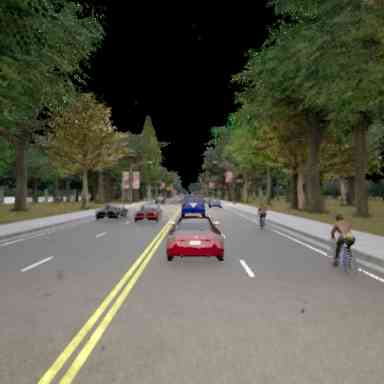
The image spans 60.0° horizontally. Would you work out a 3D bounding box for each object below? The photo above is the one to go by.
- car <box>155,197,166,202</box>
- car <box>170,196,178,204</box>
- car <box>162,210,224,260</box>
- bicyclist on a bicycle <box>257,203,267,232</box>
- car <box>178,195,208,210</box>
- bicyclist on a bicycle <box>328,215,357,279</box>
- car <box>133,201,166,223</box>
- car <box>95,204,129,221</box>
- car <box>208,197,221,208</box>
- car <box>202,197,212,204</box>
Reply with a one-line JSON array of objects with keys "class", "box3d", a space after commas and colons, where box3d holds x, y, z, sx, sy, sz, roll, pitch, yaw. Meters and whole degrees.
[{"class": "car", "box3d": [-6.473, 1.690, 68.512, 1.882, 1.535, 5.008, 0, 0, 0]}, {"class": "car", "box3d": [-3.227, 1.576, 66.914, 2.097, 1.767, 4.553, 0, 0, 0]}, {"class": "car", "box3d": [0.103, 1.586, 12.539, 1.994, 1.385, 4.181, 0, 0, 0]}, {"class": "bicyclist on a bicycle", "box3d": [4.148, 1.491, 19.613, 0.582, 1.620, 1.656, 0, 0, 0]}, {"class": "car", "box3d": [0.109, 1.290, 31.141, 2.150, 2.045, 5.566, 0, 0, 0]}, {"class": "bicyclist on a bicycle", "box3d": [4.144, 1.468, 9.195, 0.582, 1.620, 1.656, 0, 0, 0]}, {"class": "car", "box3d": [-3.339, 1.656, 26.052, 1.895, 1.301, 4.718, 0, 0, 0]}, {"class": "car", "box3d": [-6.588, 1.660, 27.746, 1.895, 1.301, 4.718, 0, 0, 0]}, {"class": "car", "box3d": [3.369, 1.683, 50.160, 2.033, 1.411, 5.357, 0, 0, 0]}, {"class": "car", "box3d": [3.280, 1.812, 73.385, 1.994, 1.385, 4.181, 0, 0, 0]}]
